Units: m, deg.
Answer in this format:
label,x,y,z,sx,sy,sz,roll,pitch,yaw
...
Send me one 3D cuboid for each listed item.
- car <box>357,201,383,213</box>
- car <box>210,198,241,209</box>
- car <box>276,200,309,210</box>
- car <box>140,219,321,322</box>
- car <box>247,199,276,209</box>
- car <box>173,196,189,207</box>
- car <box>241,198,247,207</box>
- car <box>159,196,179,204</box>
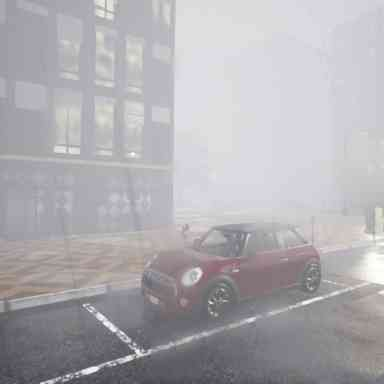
label,x,y,z,sx,sy,sz,roll,pitch,yaw
car,20.995,1.728,37.606,1.947,1.339,4.313,1,-1,-35
car,4.315,1.677,46.638,2.008,1.369,4.403,1,-1,-35
car,14.434,1.805,46.856,1.802,1.307,4.206,1,-1,-35
car,0.932,1.441,7.218,4.097,1.590,1.967,0,1,-36
car,11.154,1.798,51.482,1.887,1.381,4.507,1,-1,-35
car,-2.246,1.732,55.889,1.887,1.381,4.507,1,-1,-35
car,7.873,1.724,56.108,1.967,1.590,4.097,1,-1,-35
car,-5.249,1.723,74.611,2.192,1.841,5.009,1,-1,-35
